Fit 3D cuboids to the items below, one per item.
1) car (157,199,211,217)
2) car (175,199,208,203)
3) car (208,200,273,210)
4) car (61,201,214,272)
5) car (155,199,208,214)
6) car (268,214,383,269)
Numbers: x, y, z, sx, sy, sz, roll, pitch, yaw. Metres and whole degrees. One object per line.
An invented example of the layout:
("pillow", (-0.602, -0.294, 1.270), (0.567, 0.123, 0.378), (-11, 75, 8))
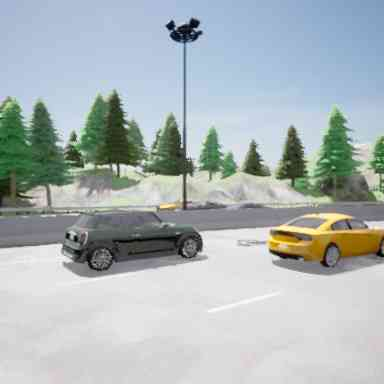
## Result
("car", (-0.750, 1.486, 32.532), (5.008, 1.535, 1.882), (0, 0, -29))
("car", (0.845, 1.499, 29.419), (4.902, 1.511, 2.128), (0, 0, -29))
("car", (4.326, 1.554, 27.364), (5.357, 1.411, 2.033), (0, 0, -28))
("car", (-1.801, 1.355, 11.050), (4.553, 1.767, 2.097), (0, 0, -35))
("car", (-1.116, 1.557, 36.336), (5.357, 1.411, 2.033), (0, 0, -29))
("car", (4.792, 1.480, 11.294), (5.008, 1.535, 1.882), (0, 0, -33))
